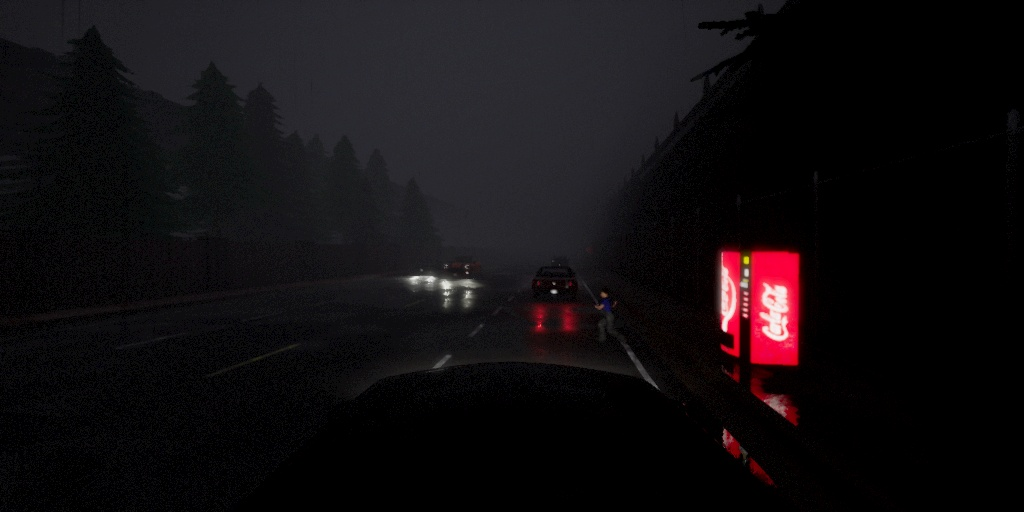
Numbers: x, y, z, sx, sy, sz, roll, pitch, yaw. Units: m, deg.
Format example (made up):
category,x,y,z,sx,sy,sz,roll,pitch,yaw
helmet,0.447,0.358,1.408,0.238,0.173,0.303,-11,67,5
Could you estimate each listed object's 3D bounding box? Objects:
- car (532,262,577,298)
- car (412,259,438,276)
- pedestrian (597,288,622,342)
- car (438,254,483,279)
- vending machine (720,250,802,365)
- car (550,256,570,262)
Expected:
category,x,y,z,sx,sy,sz,roll,pitch,yaw
car,2.059,1.136,16.944,1.895,1.301,4.718,0,1,8
car,-6.848,0.910,30.280,1.994,1.385,4.181,0,1,8
pedestrian,2.097,1.239,7.738,0.375,1.300,0.375,0,1,8
car,-3.704,0.736,27.529,2.097,1.767,4.553,0,1,8
vending machine,4.413,0.879,6.469,1.100,2.100,0.880,0,0,8
car,5.266,0.716,39.559,1.837,1.490,4.892,0,-1,8
